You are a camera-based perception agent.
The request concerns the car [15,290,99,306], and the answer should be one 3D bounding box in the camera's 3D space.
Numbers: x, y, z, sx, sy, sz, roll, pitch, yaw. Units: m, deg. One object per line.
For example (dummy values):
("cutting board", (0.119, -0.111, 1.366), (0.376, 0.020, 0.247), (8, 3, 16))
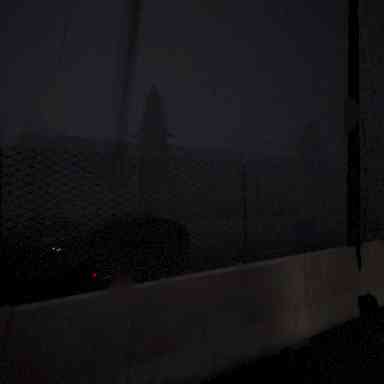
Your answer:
("car", (-4.199, 1.550, 5.293), (5.357, 1.411, 2.033), (0, 0, -36))
